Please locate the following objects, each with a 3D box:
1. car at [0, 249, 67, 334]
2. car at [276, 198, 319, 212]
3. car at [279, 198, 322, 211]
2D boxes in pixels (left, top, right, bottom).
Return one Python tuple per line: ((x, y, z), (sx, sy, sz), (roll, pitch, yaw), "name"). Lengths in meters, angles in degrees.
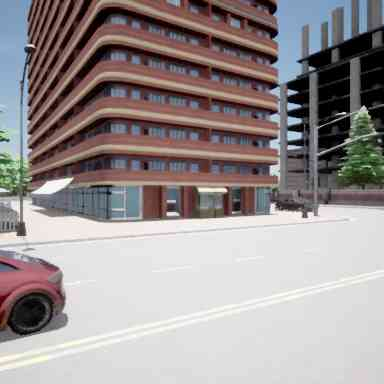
((-4.198, 1.564, 5.156), (4.181, 1.385, 1.994), (0, 0, -36), "car")
((11.793, 1.500, 37.947), (1.837, 1.490, 4.892), (0, 1, -32), "car")
((13.548, 1.491, 41.705), (2.128, 1.511, 4.902), (0, 0, -33), "car")
